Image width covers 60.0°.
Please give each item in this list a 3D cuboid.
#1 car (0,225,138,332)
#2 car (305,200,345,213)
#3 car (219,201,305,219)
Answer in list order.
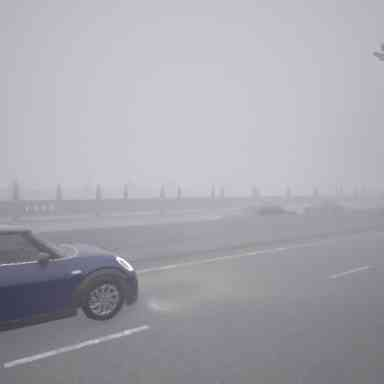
[{"bbox_3d":[-3.240,1.349,5.726,4.553,1.767,2.097,0,0,-36],"label":"car"},{"bbox_3d":[11.787,1.415,29.632,4.181,1.385,1.994,0,0,-35],"label":"car"},{"bbox_3d":[4.065,1.459,19.813,5.357,1.411,2.033,0,0,-36],"label":"car"}]
